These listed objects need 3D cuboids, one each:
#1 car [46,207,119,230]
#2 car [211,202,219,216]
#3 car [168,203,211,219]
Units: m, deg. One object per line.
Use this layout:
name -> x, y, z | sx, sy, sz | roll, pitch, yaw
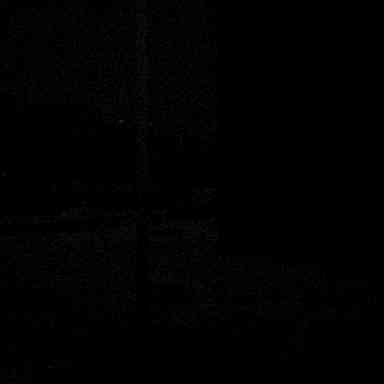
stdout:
car -> -6.894, 1.628, 21.552 | 1.752, 1.417, 4.829 | -1, -1, 35
car -> 2.795, 1.773, 35.163 | 2.008, 1.369, 4.403 | -1, -1, 35
car -> -0.467, 1.745, 30.580 | 1.947, 1.339, 4.313 | -1, -1, 35
